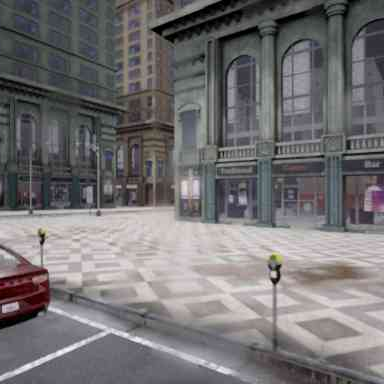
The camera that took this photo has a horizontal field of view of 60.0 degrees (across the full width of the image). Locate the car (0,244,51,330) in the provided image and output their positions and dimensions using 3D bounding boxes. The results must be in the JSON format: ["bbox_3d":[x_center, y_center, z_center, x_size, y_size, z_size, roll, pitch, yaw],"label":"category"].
[{"bbox_3d":[-4.445,1.538,6.113,4.507,1.381,1.887,0,0,35],"label":"car"}]
